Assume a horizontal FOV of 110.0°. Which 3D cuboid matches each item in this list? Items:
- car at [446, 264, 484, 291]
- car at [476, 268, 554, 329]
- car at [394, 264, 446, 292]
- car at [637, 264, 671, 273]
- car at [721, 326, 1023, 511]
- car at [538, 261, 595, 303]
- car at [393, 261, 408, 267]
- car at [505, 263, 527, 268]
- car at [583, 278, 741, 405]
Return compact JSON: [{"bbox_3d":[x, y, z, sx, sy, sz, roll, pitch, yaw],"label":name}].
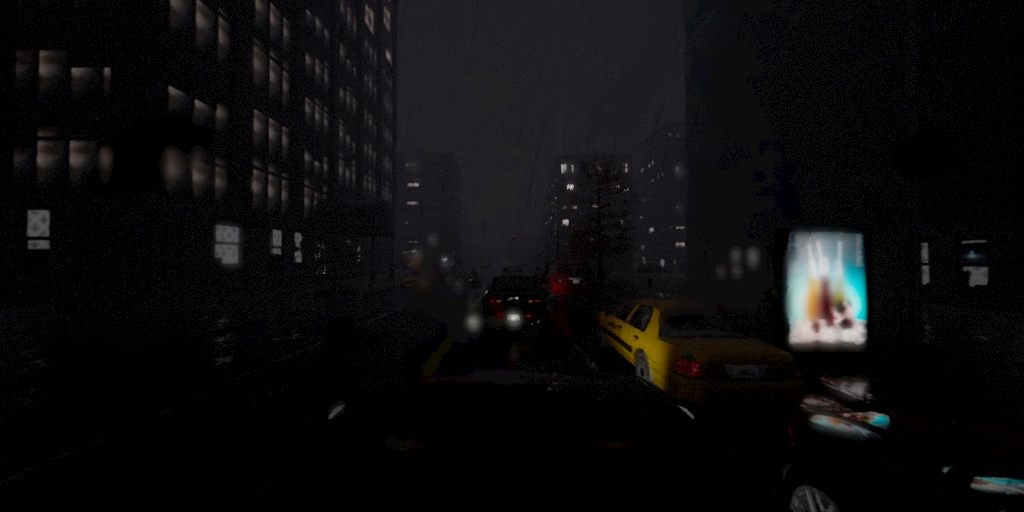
[{"bbox_3d":[-3.123,1.435,23.541,1.812,1.442,4.674,0,0,0],"label":"car"},{"bbox_3d":[0.077,1.329,11.535,1.837,1.490,4.892,0,0,0],"label":"car"},{"bbox_3d":[-5.713,1.430,22.764,1.751,1.417,4.829,0,0,0],"label":"car"},{"bbox_3d":[20.775,1.875,53.227,4.097,1.591,1.967,0,0,0],"label":"car"},{"bbox_3d":[2.694,1.288,0.706,1.888,1.381,4.507,0,0,0],"label":"car"},{"bbox_3d":[2.674,1.179,17.383,2.192,1.841,5.009,0,0,0],"label":"car"},{"bbox_3d":[-17.322,1.385,52.864,4.507,1.381,1.888,0,0,0],"label":"car"},{"bbox_3d":[0.062,1.567,31.282,1.895,1.301,4.718,0,0,0],"label":"car"},{"bbox_3d":[2.688,1.308,6.434,1.751,1.417,4.829,0,0,0],"label":"car"}]
